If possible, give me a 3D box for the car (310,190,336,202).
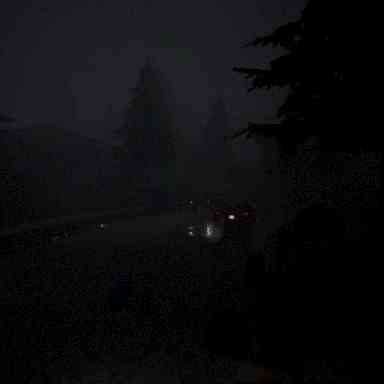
[{"bbox_3d":[17.105,0.454,43.294,2.128,1.511,4.902,2,2,43],"label":"car"}]

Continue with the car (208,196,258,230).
[{"bbox_3d":[2.391,1.117,17.665,1.994,1.385,4.181,1,2,14],"label":"car"}]

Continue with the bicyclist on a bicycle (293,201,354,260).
[{"bbox_3d":[3.616,1.081,9.164,1.656,1.620,0.582,0,1,7],"label":"bicyclist on a bicycle"}]

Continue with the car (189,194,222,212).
[{"bbox_3d":[1.449,0.830,26.767,1.895,1.301,4.718,1,2,23],"label":"car"}]
